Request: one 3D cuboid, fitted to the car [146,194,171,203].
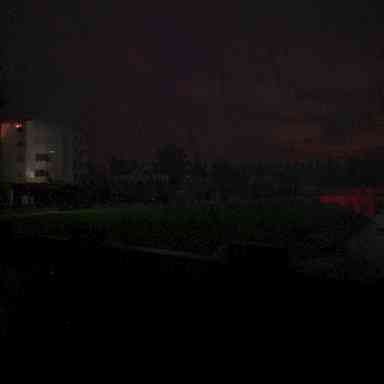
[{"bbox_3d":[-6.467,1.326,64.619,2.150,2.045,5.566,0,0,36],"label":"car"}]
